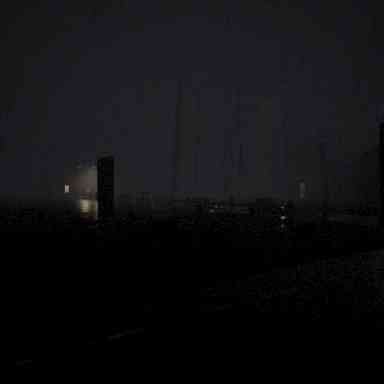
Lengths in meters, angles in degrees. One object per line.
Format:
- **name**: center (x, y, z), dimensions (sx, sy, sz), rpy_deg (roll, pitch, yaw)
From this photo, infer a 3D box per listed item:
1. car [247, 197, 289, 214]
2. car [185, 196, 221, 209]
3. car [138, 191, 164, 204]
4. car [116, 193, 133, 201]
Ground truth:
- **car**: center (7.421, 1.312, 32.035), dimensions (1.837, 1.490, 4.892), rpy_deg (-1, 1, -36)
- **car**: center (1.247, 1.255, 40.643), dimensions (2.033, 1.411, 5.357), rpy_deg (-1, 1, -36)
- **car**: center (-6.396, 0.804, 51.326), dimensions (2.150, 2.045, 5.566), rpy_deg (-1, 1, -35)
- **car**: center (-13.465, 0.879, 66.055), dimensions (1.882, 1.535, 5.008), rpy_deg (-1, 1, -36)
